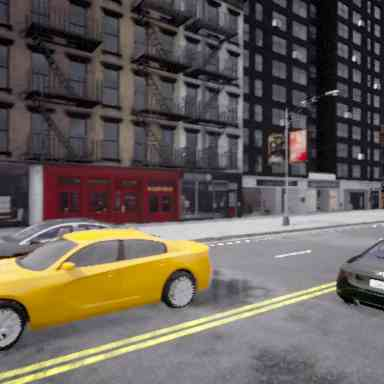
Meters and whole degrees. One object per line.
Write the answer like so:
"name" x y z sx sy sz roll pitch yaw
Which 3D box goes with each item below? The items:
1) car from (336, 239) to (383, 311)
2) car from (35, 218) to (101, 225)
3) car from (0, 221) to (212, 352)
"car" 4.892 1.583 6.932 4.181 1.385 1.994 0 0 -36
"car" -3.662 1.496 9.057 4.902 1.511 2.128 0 0 -35
"car" -1.910 1.482 6.316 5.008 1.535 1.882 0 0 -36
